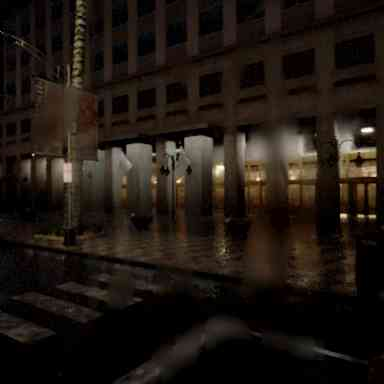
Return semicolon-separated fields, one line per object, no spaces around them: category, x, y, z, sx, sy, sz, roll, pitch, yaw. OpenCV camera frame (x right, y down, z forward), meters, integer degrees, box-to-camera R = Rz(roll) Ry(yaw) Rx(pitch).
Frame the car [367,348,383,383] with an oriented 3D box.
car;3.404;1.512;1.539;4.674;1.442;1.812;0;0;36
